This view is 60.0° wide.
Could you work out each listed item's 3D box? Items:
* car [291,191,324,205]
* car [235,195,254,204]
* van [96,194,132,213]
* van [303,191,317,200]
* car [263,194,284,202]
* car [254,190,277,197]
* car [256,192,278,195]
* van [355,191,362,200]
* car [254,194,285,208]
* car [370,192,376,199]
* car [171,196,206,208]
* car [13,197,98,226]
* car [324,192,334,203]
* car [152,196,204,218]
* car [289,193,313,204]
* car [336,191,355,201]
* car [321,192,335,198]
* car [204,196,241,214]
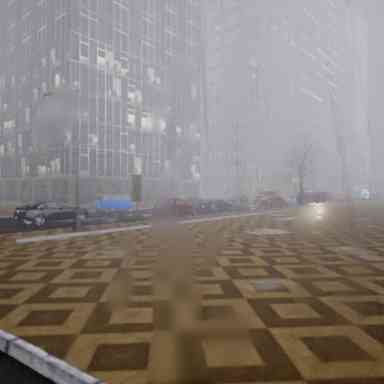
[{"bbox_3d":[17.074,0.877,48.905,2.192,1.841,5.009,1,1,40],"label":"car"},{"bbox_3d":[7.015,1.135,50.024,1.947,1.339,4.313,1,1,40],"label":"car"},{"bbox_3d":[-7.825,1.093,32.774,1.690,1.788,3.998,1,1,40],"label":"van"},{"bbox_3d":[25.456,0.683,71.679,1.690,1.788,3.998,1,1,40],"label":"van"},{"bbox_3d":[14.392,1.044,58.687,1.947,1.339,4.313,1,1,40],"label":"car"},{"bbox_3d":[11.320,0.775,50.937,2.150,2.045,5.566,0,1,40],"label":"car"},{"bbox_3d":[11.237,1.089,46.123,2.128,1.511,4.902,0,1,41],"label":"car"},{"bbox_3d":[35.513,0.676,70.563,1.690,1.788,3.998,1,1,40],"label":"van"},{"bbox_3d":[9.697,1.236,40.245,1.802,1.307,4.206,1,1,40],"label":"car"},{"bbox_3d":[39.199,0.841,74.898,2.008,1.369,4.403,1,1,40],"label":"car"},{"bbox_3d":[-0.366,1.206,41.367,1.887,1.381,4.507,1,1,40],"label":"car"},{"bbox_3d":[-9.195,1.342,22.213,2.128,1.511,4.902,0,1,40],"label":"car"},{"bbox_3d":[20.761,0.832,53.236,2.192,1.841,5.009,1,1,40],"label":"car"},{"bbox_3d":[-1.271,1.232,27.171,1.967,1.590,4.097,1,1,40],"label":"car"},{"bbox_3d":[17.697,0.995,53.784,1.882,1.535,5.008,0,1,41],"label":"car"},{"bbox_3d":[28.246,0.950,62.032,1.752,1.417,4.829,1,1,40],"label":"car"},{"bbox_3d":[32.831,0.818,80.346,1.947,1.339,4.313,1,1,40],"label":"car"},{"bbox_3d":[2.373,1.311,31.540,1.947,1.339,4.313,1,1,40],"label":"car"}]
